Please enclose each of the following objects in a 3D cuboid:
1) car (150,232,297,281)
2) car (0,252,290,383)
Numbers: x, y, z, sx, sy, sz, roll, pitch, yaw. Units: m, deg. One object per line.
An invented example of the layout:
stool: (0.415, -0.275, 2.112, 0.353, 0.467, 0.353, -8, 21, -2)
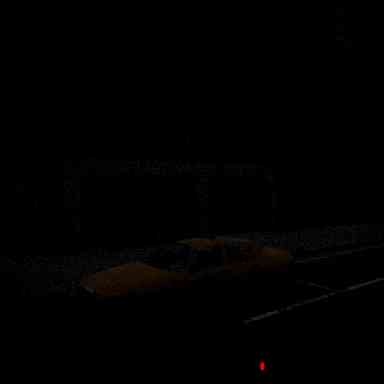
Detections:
car: (0.102, 1.524, 6.738, 4.829, 1.417, 1.752, 0, -1, -36)
car: (-1.772, 1.547, 2.114, 5.357, 1.411, 2.033, 0, 0, -36)
